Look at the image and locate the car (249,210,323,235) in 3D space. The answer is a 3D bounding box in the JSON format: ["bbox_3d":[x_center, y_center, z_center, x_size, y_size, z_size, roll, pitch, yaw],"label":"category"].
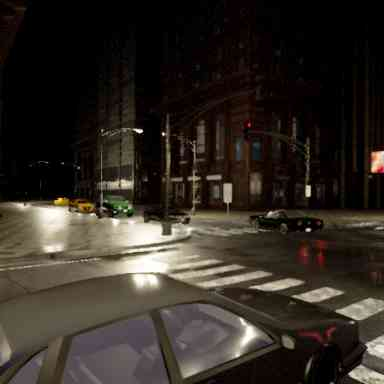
[{"bbox_3d":[5.204,1.685,19.290,1.895,1.301,4.718,1,-1,-21],"label":"car"}]

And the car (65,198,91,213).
[{"bbox_3d":[-13.700,1.686,40.969,1.882,1.535,5.008,1,-1,-35],"label":"car"}]

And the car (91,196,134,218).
[{"bbox_3d":[-7.636,1.383,32.449,2.150,2.045,5.566,1,-1,-36],"label":"car"}]

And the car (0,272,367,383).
[{"bbox_3d":[-0.508,1.552,3.118,5.357,1.411,2.033,0,0,-37],"label":"car"}]

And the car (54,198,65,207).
[{"bbox_3d":[-23.365,1.818,59.886,1.882,1.535,5.008,1,-1,-35],"label":"car"}]

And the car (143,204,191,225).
[{"bbox_3d":[-1.978,1.642,24.496,1.812,1.442,4.674,1,-1,-35],"label":"car"}]

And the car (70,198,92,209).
[{"bbox_3d":[-17.237,1.770,51.438,1.882,1.535,5.008,1,-1,-35],"label":"car"}]
